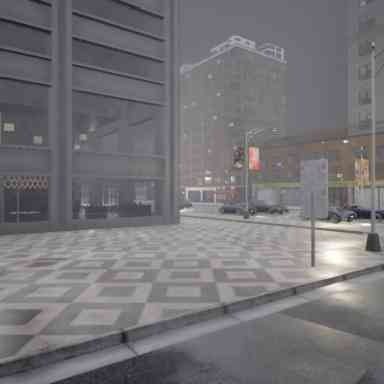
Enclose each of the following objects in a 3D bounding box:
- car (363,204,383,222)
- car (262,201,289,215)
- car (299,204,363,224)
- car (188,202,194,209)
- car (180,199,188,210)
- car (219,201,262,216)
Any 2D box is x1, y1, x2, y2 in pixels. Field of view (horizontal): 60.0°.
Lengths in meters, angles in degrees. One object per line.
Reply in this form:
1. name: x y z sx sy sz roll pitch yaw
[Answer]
1. car: 13.711 1.648 26.735 1.895 1.301 4.718 0 0 -36
2. car: 7.616 1.635 35.176 2.033 1.411 5.357 0 0 -36
3. car: 10.440 1.616 25.716 1.994 1.385 4.181 0 0 -36
4. car: -1.960 1.686 48.485 2.033 1.411 5.357 0 0 -36
5. car: -2.887 1.695 44.193 1.994 1.385 4.181 0 0 -36
6. car: 4.628 1.654 33.774 1.994 1.385 4.181 0 0 -36
